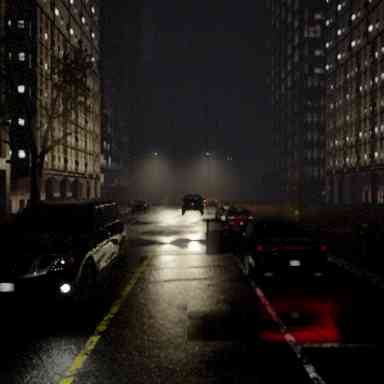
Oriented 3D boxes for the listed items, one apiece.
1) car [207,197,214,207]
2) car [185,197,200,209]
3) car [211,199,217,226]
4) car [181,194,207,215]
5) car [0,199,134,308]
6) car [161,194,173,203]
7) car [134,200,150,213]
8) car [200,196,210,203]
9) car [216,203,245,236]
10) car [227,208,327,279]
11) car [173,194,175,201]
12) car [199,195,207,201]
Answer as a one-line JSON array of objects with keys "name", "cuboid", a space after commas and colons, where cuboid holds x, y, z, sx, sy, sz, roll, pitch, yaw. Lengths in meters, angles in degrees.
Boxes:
[{"name": "car", "cuboid": [2.743, 1.579, 48.358, 1.887, 1.381, 4.507, -1, 0, 0]}, {"name": "car", "cuboid": [0.106, 1.526, 48.307, 2.128, 1.511, 4.902, 0, 0, 1]}, {"name": "car", "cuboid": [2.714, 1.546, 25.956, 1.752, 1.417, 4.829, -1, 0, 0]}, {"name": "car", "cuboid": [0.092, 1.244, 33.992, 2.150, 2.045, 5.566, 0, 0, 1]}, {"name": "car", "cuboid": [-3.092, 1.228, 8.284, 2.150, 2.045, 5.566, 0, 0, 0]}, {"name": "car", "cuboid": [-5.609, 1.570, 70.751, 1.752, 1.417, 4.829, -1, 0, 0]}, {"name": "car", "cuboid": [-5.652, 1.578, 37.072, 2.008, 1.369, 4.403, -1, 0, 0]}, {"name": "car", "cuboid": [2.773, 1.596, 70.928, 2.008, 1.369, 4.403, -1, 0, 0]}, {"name": "car", "cuboid": [2.706, 1.561, 20.144, 1.887, 1.381, 4.507, -1, 0, 0]}, {"name": "car", "cuboid": [2.372, 1.486, 10.121, 1.882, 1.535, 5.008, 0, 0, 0]}, {"name": "car", "cuboid": [-5.600, 1.628, 76.562, 1.802, 1.307, 4.206, -1, 0, 0]}, {"name": "car", "cuboid": [2.795, 1.600, 87.857, 2.008, 1.369, 4.403, -1, 0, 0]}]
